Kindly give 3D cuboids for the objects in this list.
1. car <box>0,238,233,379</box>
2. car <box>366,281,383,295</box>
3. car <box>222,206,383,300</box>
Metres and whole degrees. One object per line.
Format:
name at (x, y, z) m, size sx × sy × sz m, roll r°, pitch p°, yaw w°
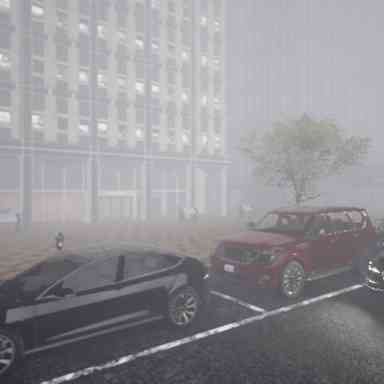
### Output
car at (-1.648, 1.565, 5.389) m, size 4.313 × 1.339 × 1.947 m, roll 0°, pitch 0°, yaw -36°
car at (5.863, 1.500, 7.565) m, size 4.892 × 1.490 × 1.837 m, roll 0°, pitch 0°, yaw -35°
car at (2.846, 1.311, 8.597) m, size 5.009 × 1.841 × 2.192 m, roll 0°, pitch 0°, yaw -36°
